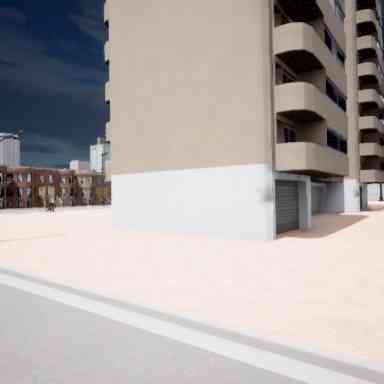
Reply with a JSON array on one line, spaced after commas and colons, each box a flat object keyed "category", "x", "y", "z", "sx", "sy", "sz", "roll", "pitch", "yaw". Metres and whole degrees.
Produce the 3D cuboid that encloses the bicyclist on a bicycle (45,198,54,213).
[{"category": "bicyclist on a bicycle", "x": -15.208, "y": 1.424, "z": 35.476, "sx": 1.656, "sy": 1.620, "sz": 0.582, "roll": -2, "pitch": -1, "yaw": 37}]
